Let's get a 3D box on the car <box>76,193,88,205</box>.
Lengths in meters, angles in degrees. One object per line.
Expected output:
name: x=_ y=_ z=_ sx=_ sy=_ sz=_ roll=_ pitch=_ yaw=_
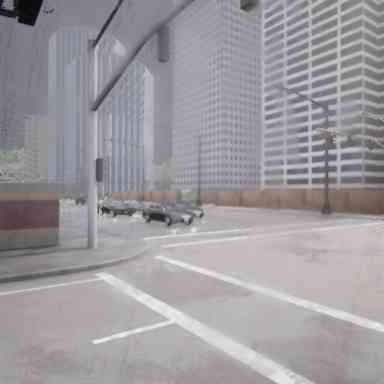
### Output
car: x=-19.552 y=1.249 z=61.084 sx=2.150 sy=2.045 sz=5.566 roll=0 pitch=0 yaw=-35

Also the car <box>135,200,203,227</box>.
car: x=-1.743 y=1.508 z=23.321 sx=2.128 sy=1.511 sz=4.902 roll=0 pitch=0 yaw=-35

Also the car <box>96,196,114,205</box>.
car: x=-16.344 y=1.558 z=62.450 sx=1.812 sy=1.442 sz=4.674 roll=0 pitch=0 yaw=-35

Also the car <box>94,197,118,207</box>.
car: x=-13.748 y=1.519 z=52.850 sx=2.128 sy=1.511 sz=4.902 roll=0 pitch=0 yaw=-35

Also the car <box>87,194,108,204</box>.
car: x=-11.715 y=1.374 z=43.576 sx=2.097 sy=1.767 sz=4.553 roll=0 pitch=0 yaw=-35

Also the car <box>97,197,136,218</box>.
car: x=-7.213 y=1.495 z=31.082 sx=1.882 sy=1.535 sz=5.008 roll=0 pitch=0 yaw=-35

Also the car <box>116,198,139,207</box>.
car: x=-10.520 y=1.633 z=54.343 sx=1.895 sy=1.301 sz=4.718 roll=0 pitch=0 yaw=-35

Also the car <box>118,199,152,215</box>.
car: x=-6.179 y=1.547 z=35.700 sx=1.812 sy=1.442 sz=4.674 roll=0 pitch=0 yaw=-35

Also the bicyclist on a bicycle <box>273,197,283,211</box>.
bicyclist on a bicycle: x=9.852 y=1.342 z=38.085 sx=1.656 sy=1.620 sz=0.582 roll=0 pitch=0 yaw=-35
